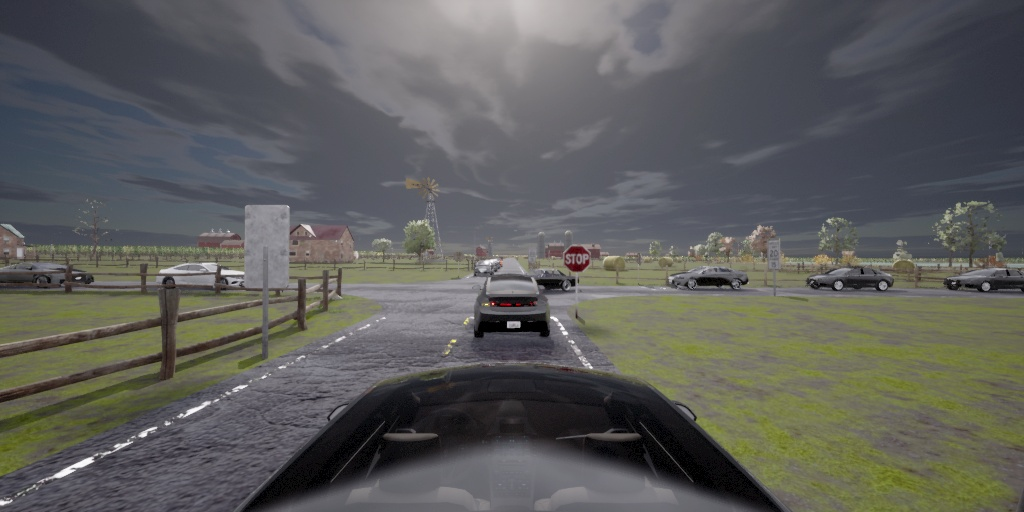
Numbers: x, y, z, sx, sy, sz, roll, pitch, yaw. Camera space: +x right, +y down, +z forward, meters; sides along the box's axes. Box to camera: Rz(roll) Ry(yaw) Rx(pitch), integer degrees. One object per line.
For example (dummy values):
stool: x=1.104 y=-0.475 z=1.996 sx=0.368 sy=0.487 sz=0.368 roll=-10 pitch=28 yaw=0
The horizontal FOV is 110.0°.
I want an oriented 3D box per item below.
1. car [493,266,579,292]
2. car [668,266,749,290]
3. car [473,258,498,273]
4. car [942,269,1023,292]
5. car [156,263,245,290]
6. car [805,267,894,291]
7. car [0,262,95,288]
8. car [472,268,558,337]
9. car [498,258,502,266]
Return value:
car: x=1.510 y=1.369 z=20.305 sx=4.718 sy=1.301 sz=1.895 roll=1 pitch=0 yaw=-35
car: x=12.811 y=1.397 z=23.527 sx=4.902 sy=1.511 sz=2.128 roll=1 pitch=-1 yaw=-2
car: x=-2.838 y=1.243 z=36.948 sx=2.128 sy=1.511 sz=4.902 roll=0 pitch=0 yaw=0
car: x=31.715 y=1.587 z=23.807 sx=4.892 sy=1.490 sz=1.837 roll=1 pitch=-1 yaw=-1
car: x=-17.233 y=1.103 z=20.227 sx=4.674 sy=1.442 sz=1.812 roll=1 pitch=-1 yaw=-1
car: x=22.212 y=1.499 z=23.692 sx=4.892 sy=1.490 sz=1.837 roll=1 pitch=-1 yaw=-1
car: x=-26.353 y=1.048 z=20.110 sx=4.181 sy=1.385 sz=1.994 roll=1 pitch=-1 yaw=-1
car: x=-0.069 y=1.256 z=10.260 sx=1.837 sy=1.490 sz=4.892 roll=0 pitch=0 yaw=-3
car: x=-2.826 y=1.241 z=46.394 sx=2.128 sy=1.511 sz=4.902 roll=0 pitch=0 yaw=0
